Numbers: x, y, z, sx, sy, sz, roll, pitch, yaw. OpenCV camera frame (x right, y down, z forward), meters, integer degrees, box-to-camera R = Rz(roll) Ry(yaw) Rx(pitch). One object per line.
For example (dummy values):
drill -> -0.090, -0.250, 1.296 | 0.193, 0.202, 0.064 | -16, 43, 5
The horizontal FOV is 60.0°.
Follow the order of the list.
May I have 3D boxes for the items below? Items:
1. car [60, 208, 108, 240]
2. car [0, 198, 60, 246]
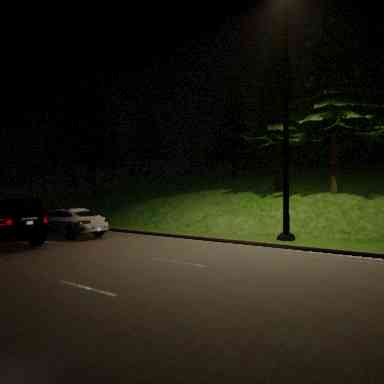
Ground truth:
car -> -6.236, 1.530, 16.916 | 4.674, 1.442, 1.812 | 0, 0, 36
car -> -8.293, 1.255, 14.084 | 5.566, 2.045, 2.150 | 0, 0, 36
